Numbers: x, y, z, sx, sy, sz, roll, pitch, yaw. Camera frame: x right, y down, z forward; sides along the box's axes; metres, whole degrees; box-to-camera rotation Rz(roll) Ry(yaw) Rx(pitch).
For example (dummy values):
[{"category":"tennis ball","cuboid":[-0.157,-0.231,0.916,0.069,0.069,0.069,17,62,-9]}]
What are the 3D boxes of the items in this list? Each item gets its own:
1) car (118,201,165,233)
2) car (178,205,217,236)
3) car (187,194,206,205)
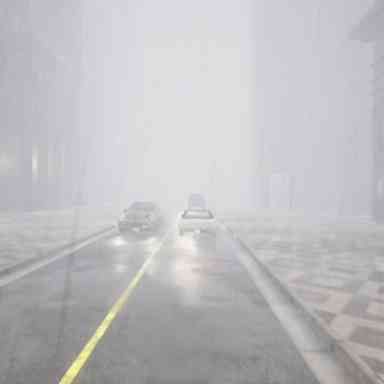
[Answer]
[{"category":"car","cuboid":[-2.794,1.332,19.163,2.097,1.767,4.553,1,0,1]},{"category":"car","cuboid":[0.294,1.604,18.299,1.895,1.301,4.718,1,0,1]},{"category":"car","cuboid":[0.593,1.228,43.647,2.150,2.045,5.566,1,0,1]}]
